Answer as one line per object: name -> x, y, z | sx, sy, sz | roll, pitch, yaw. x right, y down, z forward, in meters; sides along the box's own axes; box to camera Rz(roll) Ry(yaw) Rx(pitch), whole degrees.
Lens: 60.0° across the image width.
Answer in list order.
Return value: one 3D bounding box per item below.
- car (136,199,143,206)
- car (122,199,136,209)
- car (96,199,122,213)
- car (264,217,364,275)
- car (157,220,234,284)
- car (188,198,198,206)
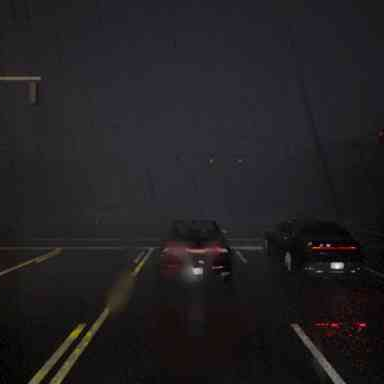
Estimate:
car -> -10.510, 2.013, 62.142 | 1.895, 1.301, 4.718 | 0, 0, 1
car -> -10.565, 1.836, 51.890 | 2.128, 1.511, 4.902 | 0, 0, 0
car -> -10.581, 1.879, 41.948 | 1.895, 1.301, 4.718 | 0, 0, 0
car -> 3.594, 1.577, 10.627 | 1.837, 1.490, 4.892 | 0, 0, 0
car -> 0.064, 1.556, 9.779 | 2.128, 1.511, 4.902 | 0, -1, 0
car -> 0.129, 1.921, 64.582 | 2.128, 1.511, 4.902 | 0, 0, 0
